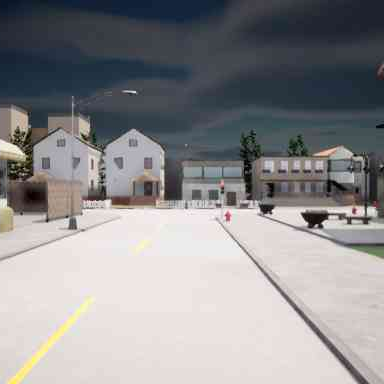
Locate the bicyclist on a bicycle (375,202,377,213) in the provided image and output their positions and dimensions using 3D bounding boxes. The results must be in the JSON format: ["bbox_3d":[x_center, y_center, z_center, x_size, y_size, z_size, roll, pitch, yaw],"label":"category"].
[{"bbox_3d":[18.133,1.315,32.125,0.582,1.620,1.656,0,0,0],"label":"bicyclist on a bicycle"}]
